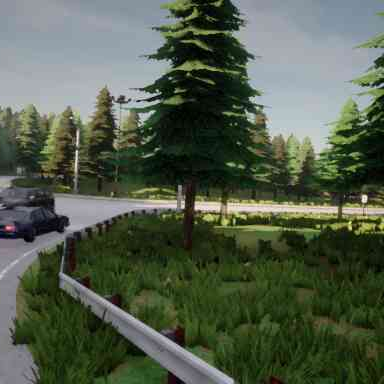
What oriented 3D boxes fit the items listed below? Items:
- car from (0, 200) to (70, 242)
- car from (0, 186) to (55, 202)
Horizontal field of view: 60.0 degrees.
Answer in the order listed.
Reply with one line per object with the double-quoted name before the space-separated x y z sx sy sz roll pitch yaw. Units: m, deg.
"car" -7.604 1.372 15.585 2.033 1.411 5.357 4 1 3
"car" -10.550 0.703 20.598 2.150 2.045 5.566 4 2 4
